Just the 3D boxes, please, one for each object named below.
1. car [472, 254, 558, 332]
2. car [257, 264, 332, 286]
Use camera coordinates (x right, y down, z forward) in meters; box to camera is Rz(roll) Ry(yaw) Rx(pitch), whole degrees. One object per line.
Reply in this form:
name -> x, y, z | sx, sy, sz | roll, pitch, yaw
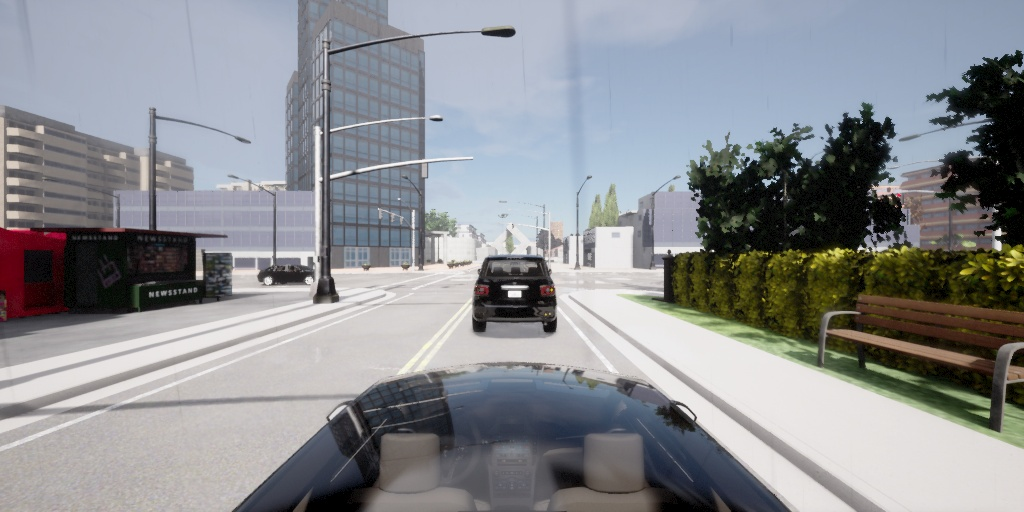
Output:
car -> 0.080, 0.971, 10.953 | 2.150, 2.045, 5.566 | 0, 0, 0
car -> -15.716, 1.353, 26.066 | 4.892, 1.490, 1.837 | -1, 0, 0
